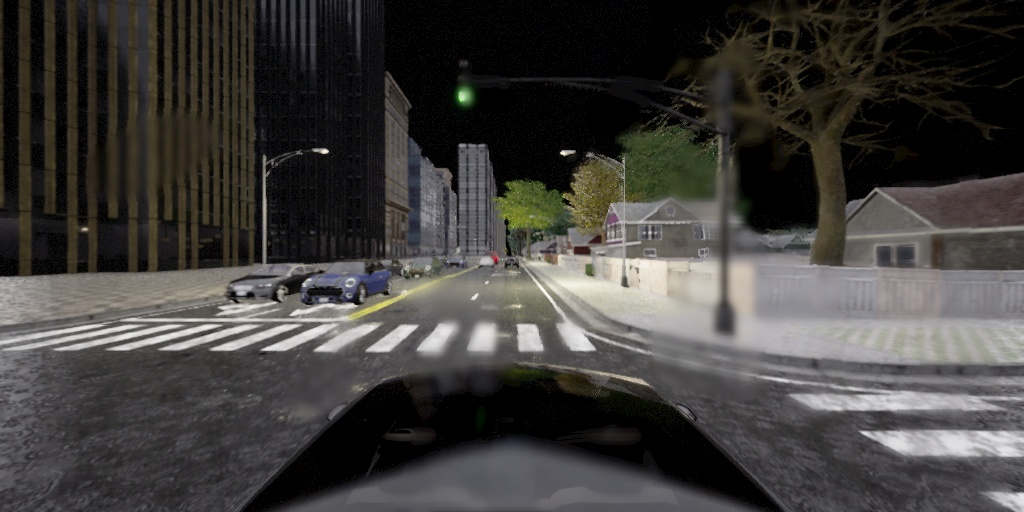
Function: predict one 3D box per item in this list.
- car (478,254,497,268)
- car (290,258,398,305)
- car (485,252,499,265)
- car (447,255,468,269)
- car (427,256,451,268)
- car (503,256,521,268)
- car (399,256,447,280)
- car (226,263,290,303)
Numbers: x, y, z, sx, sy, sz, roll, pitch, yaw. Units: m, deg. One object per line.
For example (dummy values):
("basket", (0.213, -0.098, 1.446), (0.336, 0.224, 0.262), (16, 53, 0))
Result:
("car", (-3.260, 0.766, 46.236), (1.812, 1.442, 4.674), (0, 1, 0))
("car", (-6.597, 0.935, 14.794), (2.097, 1.767, 4.553), (0, 1, 0))
("car", (-3.262, 0.361, 56.266), (2.150, 2.045, 5.566), (0, 1, 0))
("car", (-6.574, 0.627, 43.116), (2.097, 1.767, 4.553), (0, 1, 0))
("car", (-9.783, 0.718, 48.344), (2.128, 1.511, 4.902), (0, 0, 0))
("car", (-0.010, 0.746, 45.819), (1.837, 1.490, 4.892), (0, 1, 0))
("car", (-6.595, 0.802, 27.134), (2.097, 1.767, 4.553), (0, 0, 0))
("car", (-9.846, 1.070, 15.505), (2.128, 1.511, 4.902), (0, 1, 0))
